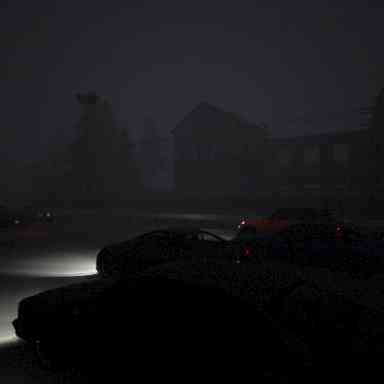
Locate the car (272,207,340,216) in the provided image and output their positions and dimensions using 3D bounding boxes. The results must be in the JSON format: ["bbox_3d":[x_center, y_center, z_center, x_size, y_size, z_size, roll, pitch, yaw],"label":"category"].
[{"bbox_3d":[4.128,1.394,13.944,4.553,1.767,2.097,-1,0,35],"label":"car"}]

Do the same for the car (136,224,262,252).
[{"bbox_3d":[-0.593,1.613,8.712,4.181,1.385,1.994,-1,0,35],"label":"car"}]

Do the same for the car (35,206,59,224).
[{"bbox_3d":[-12.569,1.775,25.847,5.357,1.411,2.033,-1,0,35],"label":"car"}]

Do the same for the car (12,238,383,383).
[{"bbox_3d":[0.020,1.567,3.978,5.357,1.411,2.033,-1,0,35],"label":"car"}]

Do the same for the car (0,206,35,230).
[{"bbox_3d":[-12.637,1.683,21.597,5.008,1.535,1.882,-1,0,35],"label":"car"}]

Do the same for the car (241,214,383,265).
[{"bbox_3d":[3.709,1.571,9.944,5.357,1.411,2.033,-1,0,35],"label":"car"}]
